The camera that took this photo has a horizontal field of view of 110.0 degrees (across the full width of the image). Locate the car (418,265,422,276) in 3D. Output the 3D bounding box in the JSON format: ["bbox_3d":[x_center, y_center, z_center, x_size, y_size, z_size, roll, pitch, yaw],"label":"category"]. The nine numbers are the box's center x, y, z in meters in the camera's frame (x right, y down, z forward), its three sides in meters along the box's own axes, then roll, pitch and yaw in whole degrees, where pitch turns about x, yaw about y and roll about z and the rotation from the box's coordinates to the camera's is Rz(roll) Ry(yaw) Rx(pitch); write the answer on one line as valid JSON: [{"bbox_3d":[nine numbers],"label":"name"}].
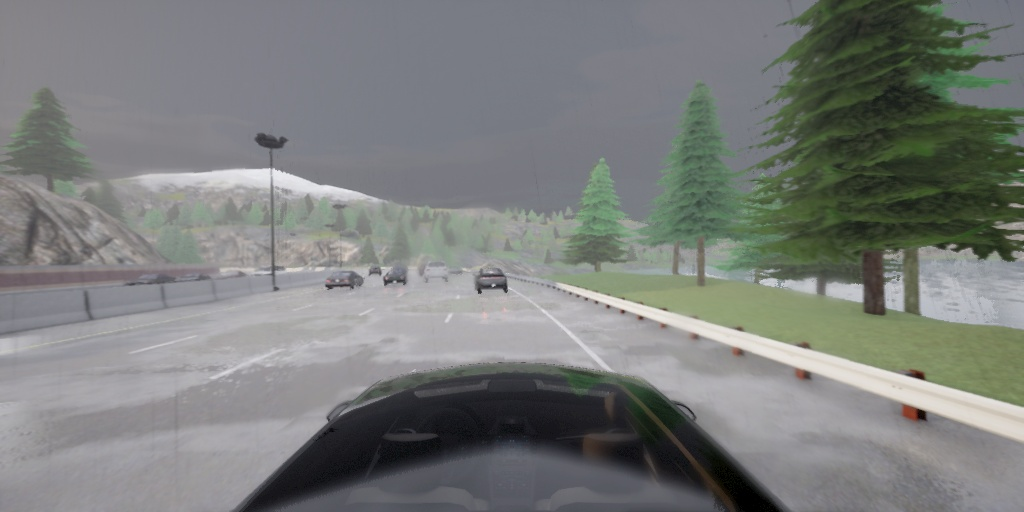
[{"bbox_3d":[-12.651,1.951,52.763,2.097,1.767,4.553,-1,-1,-20],"label":"car"}]

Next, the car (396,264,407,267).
[{"bbox_3d":[-16.352,2.032,52.743,2.097,1.767,4.553,-1,-1,-20],"label":"car"}]

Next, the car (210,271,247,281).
[{"bbox_3d":[-30.185,2.399,38.915,1.812,1.442,4.674,-1,-1,-17],"label":"car"}]

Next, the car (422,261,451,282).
[{"bbox_3d":[-7.715,1.527,36.389,2.150,2.045,5.566,-1,-1,-14],"label":"car"}]

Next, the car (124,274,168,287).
[{"bbox_3d":[-36.891,2.556,36.912,2.033,1.411,5.357,-1,-1,-17],"label":"car"}]

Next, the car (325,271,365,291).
[{"bbox_3d":[-13.020,1.880,28.127,2.033,1.411,5.357,-1,-1,-12],"label":"car"}]

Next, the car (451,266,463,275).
[{"bbox_3d":[-8.646,2.115,53.016,1.895,1.301,4.718,-1,-1,-20],"label":"car"}]

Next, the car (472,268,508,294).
[{"bbox_3d":[-1.426,1.508,22.784,2.128,1.511,4.902,-1,-1,-9],"label":"car"}]

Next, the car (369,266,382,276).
[{"bbox_3d":[-22.005,2.362,57.664,1.837,1.490,4.892,-1,-2,-22],"label":"car"}]

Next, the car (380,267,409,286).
[{"bbox_3d":[-10.350,1.920,32.290,1.895,1.301,4.718,-1,-1,-13],"label":"car"}]

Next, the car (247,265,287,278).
[{"bbox_3d":[-26.829,2.079,39.891,2.150,2.045,5.566,-1,-1,-17],"label":"car"}]

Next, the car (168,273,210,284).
[{"bbox_3d":[-33.537,2.505,37.913,1.994,1.385,4.181,-1,-1,-17],"label":"car"}]
